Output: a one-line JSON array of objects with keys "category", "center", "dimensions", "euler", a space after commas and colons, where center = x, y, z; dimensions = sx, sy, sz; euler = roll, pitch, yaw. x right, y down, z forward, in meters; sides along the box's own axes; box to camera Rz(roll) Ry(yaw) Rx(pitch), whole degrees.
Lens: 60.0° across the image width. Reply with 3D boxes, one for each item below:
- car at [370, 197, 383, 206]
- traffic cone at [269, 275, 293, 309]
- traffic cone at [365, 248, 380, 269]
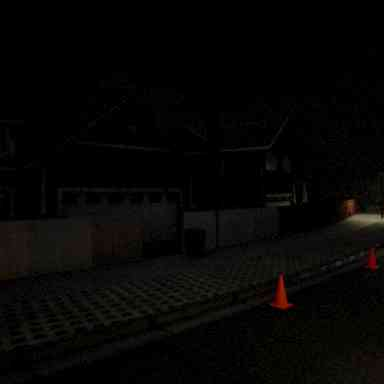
[{"category": "car", "center": [29.104, 1.443, 51.826], "dimensions": [1.812, 1.442, 4.674], "euler": [0, 0, 15]}, {"category": "traffic cone", "center": [1.762, 1.950, 6.588], "dimensions": [0.340, 0.580, 0.340], "euler": [0, 0, -41]}, {"category": "traffic cone", "center": [5.336, 1.944, 9.861], "dimensions": [0.340, 0.580, 0.340], "euler": [0, 0, -44]}]
